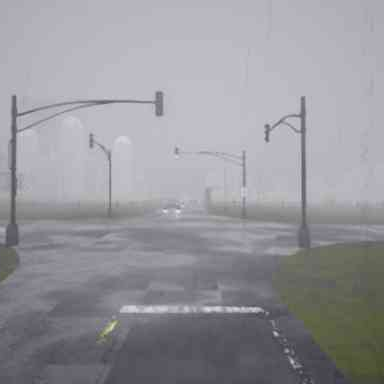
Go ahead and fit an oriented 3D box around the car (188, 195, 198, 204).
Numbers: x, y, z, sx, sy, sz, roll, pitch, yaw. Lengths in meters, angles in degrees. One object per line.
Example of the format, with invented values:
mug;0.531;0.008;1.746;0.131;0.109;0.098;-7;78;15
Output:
car;0.230;1.732;72.153;2.128;1.511;4.902;0;0;0

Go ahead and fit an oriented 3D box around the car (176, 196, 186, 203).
car;-2.503;1.751;75.762;2.033;1.411;5.357;0;0;0

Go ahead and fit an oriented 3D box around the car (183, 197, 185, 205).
car;-2.616;1.527;60.357;2.097;1.767;4.553;0;0;1

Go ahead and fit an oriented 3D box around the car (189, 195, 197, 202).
car;0.279;1.585;82.577;1.837;1.490;4.892;0;0;0

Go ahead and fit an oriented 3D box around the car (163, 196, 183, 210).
car;-2.724;1.479;45.202;2.097;1.767;4.553;0;0;1
